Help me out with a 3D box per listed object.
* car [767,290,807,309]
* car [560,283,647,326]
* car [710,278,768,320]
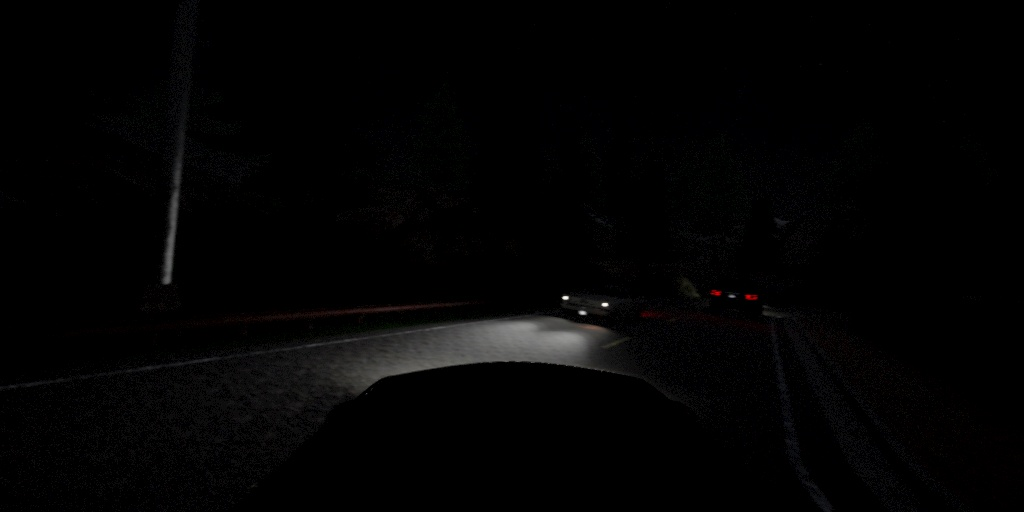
[{"bbox_3d":[23.894,3.827,32.320,5.357,1.411,2.033,6,0,-15],"label":"car"},{"bbox_3d":[3.689,1.740,13.903,1.895,1.301,4.718,6,0,35],"label":"car"},{"bbox_3d":[13.058,2.352,20.674,2.150,2.045,5.566,6,0,38],"label":"car"}]
